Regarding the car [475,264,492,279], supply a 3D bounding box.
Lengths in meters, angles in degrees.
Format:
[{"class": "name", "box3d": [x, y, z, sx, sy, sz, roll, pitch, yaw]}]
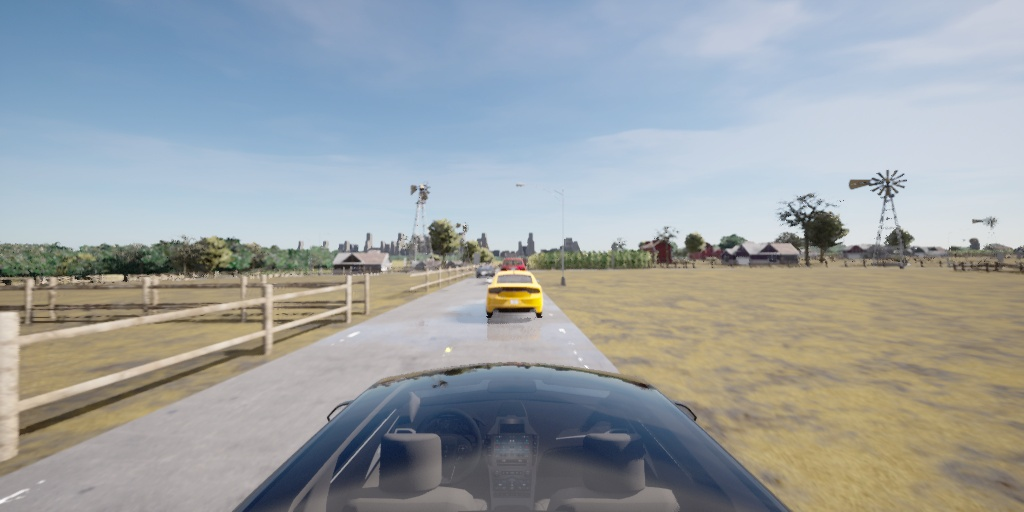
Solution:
[{"class": "car", "box3d": [-2.849, 1.633, 38.776, 2.128, 1.511, 4.902, 0, -1, 0]}]

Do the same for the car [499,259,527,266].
[{"class": "car", "box3d": [0.089, 1.250, 31.399, 2.150, 2.045, 5.566, 0, -1, 0]}]

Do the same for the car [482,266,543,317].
[{"class": "car", "box3d": [0.082, 1.306, 13.616, 1.882, 1.535, 5.008, 0, 0, 0]}]
